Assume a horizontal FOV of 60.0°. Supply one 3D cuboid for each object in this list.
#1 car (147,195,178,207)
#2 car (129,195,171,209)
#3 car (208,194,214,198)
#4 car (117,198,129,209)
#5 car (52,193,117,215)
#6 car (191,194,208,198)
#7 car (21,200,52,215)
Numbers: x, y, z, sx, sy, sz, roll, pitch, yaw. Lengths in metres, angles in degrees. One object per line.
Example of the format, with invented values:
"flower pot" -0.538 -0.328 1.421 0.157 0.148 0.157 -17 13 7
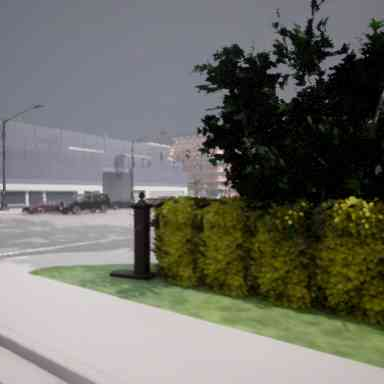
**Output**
"car" -4.242 1.255 49.135 1.837 1.490 4.892 0 1 35
"car" -5.187 1.398 41.702 1.812 1.442 4.674 0 1 35
"car" 1.827 1.013 57.739 2.033 1.411 5.357 0 2 36
"car" -9.314 1.476 41.925 1.994 1.385 4.181 0 1 34
"car" -10.782 1.183 33.714 2.150 2.045 5.566 0 0 36
"car" -0.111 1.220 48.923 1.812 1.442 4.674 0 1 35
"car" -14.607 1.520 34.386 2.033 1.411 5.357 0 0 35
